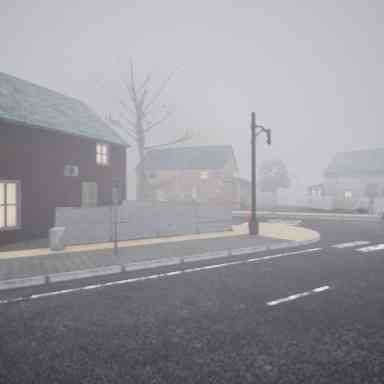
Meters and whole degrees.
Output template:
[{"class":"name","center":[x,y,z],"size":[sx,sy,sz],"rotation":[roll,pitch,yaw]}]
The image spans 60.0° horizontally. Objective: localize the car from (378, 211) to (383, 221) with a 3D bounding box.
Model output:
[{"class":"car","center":[15.043,1.486,22.083],"size":[4.674,1.442,1.812],"rotation":[1,2,16]}]
